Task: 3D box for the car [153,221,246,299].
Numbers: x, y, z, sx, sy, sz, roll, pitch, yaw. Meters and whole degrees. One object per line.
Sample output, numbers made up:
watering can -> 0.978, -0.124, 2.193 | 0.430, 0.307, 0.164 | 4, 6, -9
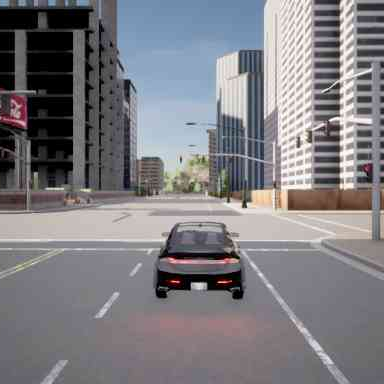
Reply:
car -> 0.207, 1.492, 8.440 | 2.128, 1.511, 4.902 | 0, 0, 2
